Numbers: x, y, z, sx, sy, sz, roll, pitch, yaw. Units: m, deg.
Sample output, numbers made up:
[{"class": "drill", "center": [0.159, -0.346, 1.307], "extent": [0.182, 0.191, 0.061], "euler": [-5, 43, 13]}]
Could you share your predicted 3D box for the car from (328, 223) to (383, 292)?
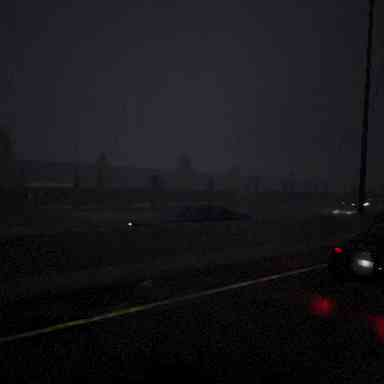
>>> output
[{"class": "car", "center": [5.222, 1.488, 8.215], "extent": [4.181, 1.385, 1.994], "euler": [1, 2, -38]}]

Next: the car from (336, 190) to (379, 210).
[{"class": "car", "center": [17.725, 0.791, 35.503], "extent": [5.566, 2.045, 2.150], "euler": [1, 2, -35]}]

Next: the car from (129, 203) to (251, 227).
[{"class": "car", "center": [0.140, 1.157, 13.374], "extent": [5.357, 1.411, 2.033], "euler": [1, 2, -38]}]
